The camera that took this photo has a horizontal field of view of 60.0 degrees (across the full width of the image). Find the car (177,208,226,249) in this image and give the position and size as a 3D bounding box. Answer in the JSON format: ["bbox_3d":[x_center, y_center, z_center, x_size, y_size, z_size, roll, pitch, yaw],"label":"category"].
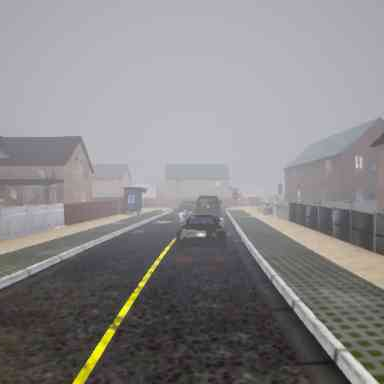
[{"bbox_3d":[0.463,1.592,14.561,1.994,1.385,4.181,0,0,4],"label":"car"}]

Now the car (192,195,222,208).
[{"bbox_3d":[1.479,1.321,29.565,2.150,2.045,5.566,0,0,4],"label":"car"}]

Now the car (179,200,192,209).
[{"bbox_3d":[-0.505,1.712,40.897,2.033,1.411,5.357,0,0,4],"label":"car"}]
